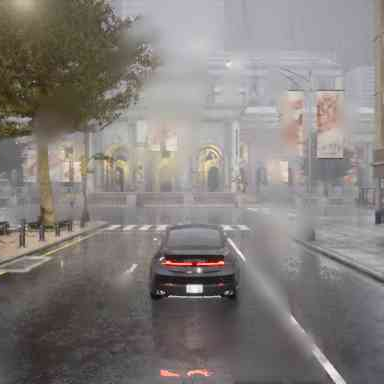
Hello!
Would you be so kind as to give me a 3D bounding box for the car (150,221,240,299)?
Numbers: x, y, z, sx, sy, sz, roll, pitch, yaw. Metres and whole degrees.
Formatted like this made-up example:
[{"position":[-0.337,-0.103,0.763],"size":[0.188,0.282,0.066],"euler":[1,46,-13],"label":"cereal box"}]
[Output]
[{"position":[0.064,1.505,8.449],"size":[1.837,1.490,4.892],"euler":[0,0,0],"label":"car"}]
